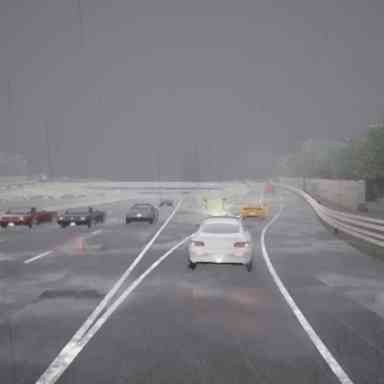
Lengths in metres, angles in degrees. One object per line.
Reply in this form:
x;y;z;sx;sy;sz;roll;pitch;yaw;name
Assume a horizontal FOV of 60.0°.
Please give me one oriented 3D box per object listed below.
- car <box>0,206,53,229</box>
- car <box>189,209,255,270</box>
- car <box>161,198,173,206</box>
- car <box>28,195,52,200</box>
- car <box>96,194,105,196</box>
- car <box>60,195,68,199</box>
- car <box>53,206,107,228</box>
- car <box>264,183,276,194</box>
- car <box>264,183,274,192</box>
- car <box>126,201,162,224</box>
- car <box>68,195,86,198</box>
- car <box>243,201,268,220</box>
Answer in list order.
-10.503;1.584;21.543;1.895;1.301;4.718;0;0;0;car
1.021;1.523;10.943;1.812;1.442;4.674;0;0;8;car
-3.878;1.520;51.446;1.895;1.301;4.718;0;0;-1;car
-21.401;1.449;48.187;1.812;1.442;4.674;0;0;0;car
-21.795;1.211;79.171;1.837;1.490;4.892;0;0;-1;car
-28.758;1.315;76.938;1.895;1.301;4.718;0;0;-1;car
-7.004;1.587;21.733;1.895;1.301;4.718;0;0;0;car
17.286;-0.583;73.291;2.150;2.045;5.566;0;3;11;car
19.297;-1.288;83.592;2.150;2.045;5.566;0;3;10;car
-3.622;1.552;24.687;1.994;1.385;4.181;0;0;0;car
-21.551;1.305;64.066;1.837;1.490;4.892;0;1;-1;car
5.648;1.557;29.442;1.882;1.535;5.008;0;1;17;car
